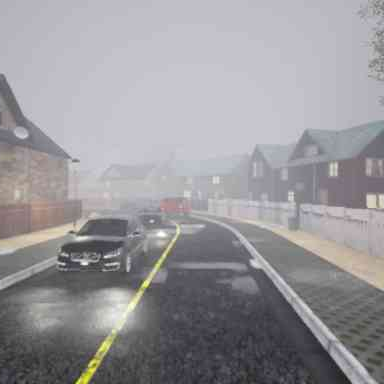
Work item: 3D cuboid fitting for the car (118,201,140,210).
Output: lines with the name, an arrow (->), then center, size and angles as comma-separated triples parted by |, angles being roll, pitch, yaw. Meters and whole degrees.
car -> -8.331, 1.915, 45.923 | 2.033, 1.411, 5.357 | 1, -1, -35

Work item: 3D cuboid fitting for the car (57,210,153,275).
car -> -2.603, 1.532, 10.645 | 1.837, 1.490, 4.892 | 1, -1, 1

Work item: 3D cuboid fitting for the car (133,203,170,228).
car -> -2.724, 1.677, 22.917 | 1.994, 1.385, 4.181 | 1, -1, -6

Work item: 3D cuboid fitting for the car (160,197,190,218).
car -> -1.902, 1.473, 33.441 | 2.150, 2.045, 5.566 | 1, -1, -18
